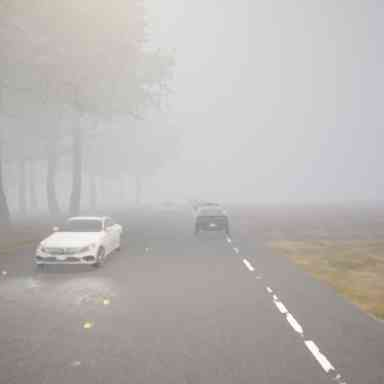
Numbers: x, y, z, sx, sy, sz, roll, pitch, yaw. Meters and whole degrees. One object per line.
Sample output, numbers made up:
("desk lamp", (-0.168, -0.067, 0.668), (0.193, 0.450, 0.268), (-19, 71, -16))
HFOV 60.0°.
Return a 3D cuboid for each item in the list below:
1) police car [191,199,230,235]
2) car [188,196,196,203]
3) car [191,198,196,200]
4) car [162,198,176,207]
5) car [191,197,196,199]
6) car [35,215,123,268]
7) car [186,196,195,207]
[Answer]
("police car", (1.053, 1.467, 19.363), (1.930, 1.638, 5.238), (0, 0, 0))
("car", (0.012, 1.634, 74.653), (1.882, 1.535, 5.008), (0, 0, 0))
("car", (1.055, 1.576, 29.256), (1.837, 1.490, 4.892), (0, 0, 0))
("car", (-3.557, 1.720, 52.829), (1.994, 1.385, 4.181), (0, 0, 0))
("car", (1.056, 1.596, 35.258), (1.837, 1.490, 4.892), (0, 0, 0))
("car", (-3.597, 1.548, 11.475), (1.812, 1.442, 4.674), (0, 0, 0))
("car", (0.009, 1.711, 54.112), (2.033, 1.411, 5.357), (0, 0, 0))
